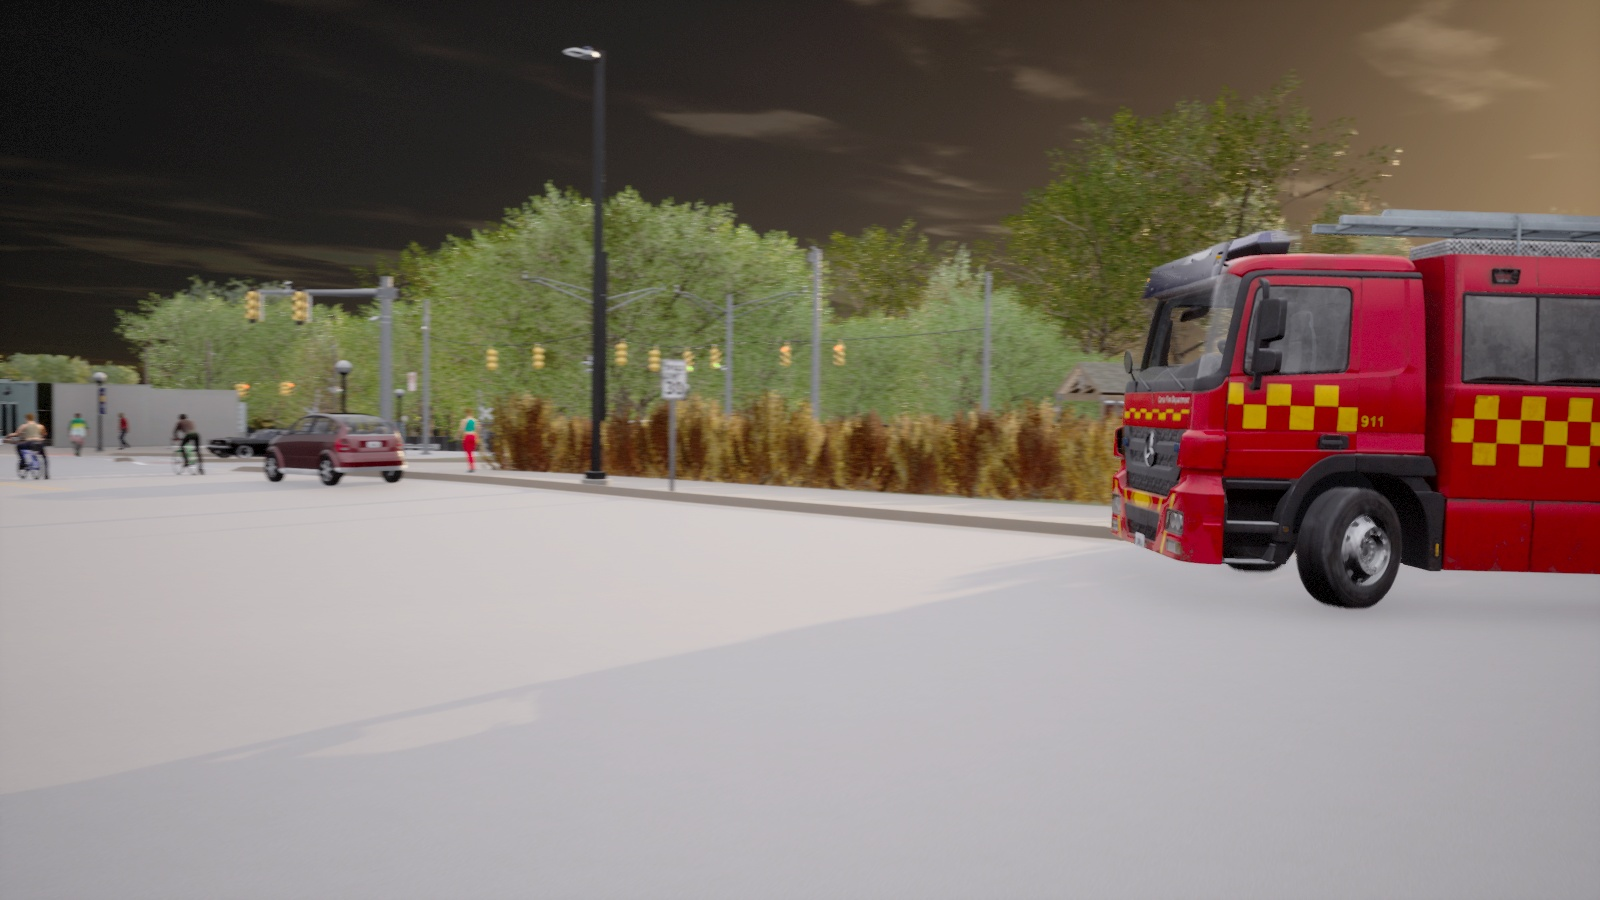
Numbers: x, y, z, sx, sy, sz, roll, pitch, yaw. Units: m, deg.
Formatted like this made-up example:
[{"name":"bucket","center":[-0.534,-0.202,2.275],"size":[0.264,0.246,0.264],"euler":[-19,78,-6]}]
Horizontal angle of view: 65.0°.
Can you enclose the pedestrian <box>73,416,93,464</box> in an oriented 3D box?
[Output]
[{"name":"pedestrian","center":[-29.699,-0.421,52.011],"size":[0.659,1.952,0.873],"euler":[-1,2,-26]}]

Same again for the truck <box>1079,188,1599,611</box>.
[{"name":"truck","center":[7.526,-0.463,13.104],"size":[8.468,3.827,2.891],"euler":[1,2,-1]}]

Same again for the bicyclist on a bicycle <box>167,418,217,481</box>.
[{"name":"bicyclist on a bicycle","center":[-16.068,-0.006,33.167],"size":[1.656,1.620,0.582],"euler":[-1,1,42]}]

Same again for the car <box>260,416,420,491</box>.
[{"name":"car","center":[-10.300,0.041,28.001],"size":[3.705,1.549,1.789],"euler":[1,2,42]}]

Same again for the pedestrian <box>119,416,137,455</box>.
[{"name":"pedestrian","center":[-31.540,-0.689,58.931],"size":[0.331,1.846,0.636],"euler":[2,3,40]}]

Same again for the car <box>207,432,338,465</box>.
[{"name":"car","center":[-22.101,-0.043,52.774],"size":[1.895,1.301,4.718],"euler":[2,1,38]}]

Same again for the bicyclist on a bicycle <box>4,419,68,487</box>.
[{"name":"bicyclist on a bicycle","center":[-18.555,0.062,30.497],"size":[1.509,1.612,0.866],"euler":[0,1,41]}]

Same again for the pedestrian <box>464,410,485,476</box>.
[{"name":"pedestrian","center":[-9.198,-0.215,35.471],"size":[0.345,1.836,0.594],"euler":[-2,3,-43]}]
